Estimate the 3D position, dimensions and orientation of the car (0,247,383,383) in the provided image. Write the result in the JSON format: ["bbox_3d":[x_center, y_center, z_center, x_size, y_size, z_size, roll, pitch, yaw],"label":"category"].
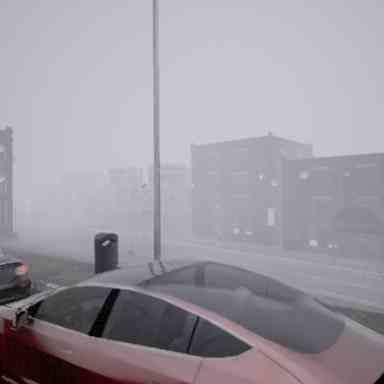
[{"bbox_3d":[-0.568,1.522,3.657,4.792,1.488,2.163,0,0,35],"label":"car"}]
